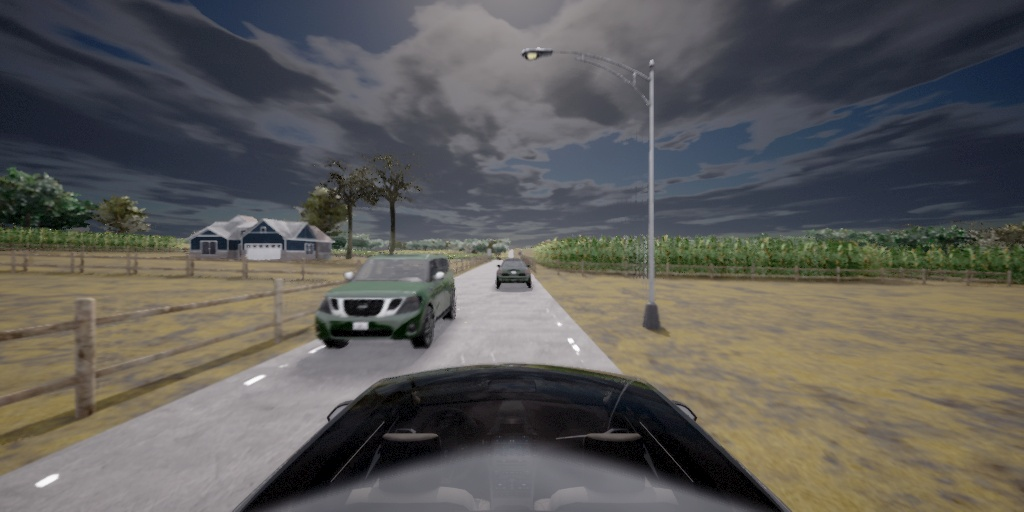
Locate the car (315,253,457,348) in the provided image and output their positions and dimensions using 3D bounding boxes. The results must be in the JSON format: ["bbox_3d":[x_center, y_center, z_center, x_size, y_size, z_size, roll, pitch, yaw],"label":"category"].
[{"bbox_3d":[-2.851,0.947,9.512,2.150,2.045,5.566,0,0,0],"label":"car"}]

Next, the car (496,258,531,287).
[{"bbox_3d":[0.096,0.952,22.872,2.097,1.767,4.553,0,1,0],"label":"car"}]
